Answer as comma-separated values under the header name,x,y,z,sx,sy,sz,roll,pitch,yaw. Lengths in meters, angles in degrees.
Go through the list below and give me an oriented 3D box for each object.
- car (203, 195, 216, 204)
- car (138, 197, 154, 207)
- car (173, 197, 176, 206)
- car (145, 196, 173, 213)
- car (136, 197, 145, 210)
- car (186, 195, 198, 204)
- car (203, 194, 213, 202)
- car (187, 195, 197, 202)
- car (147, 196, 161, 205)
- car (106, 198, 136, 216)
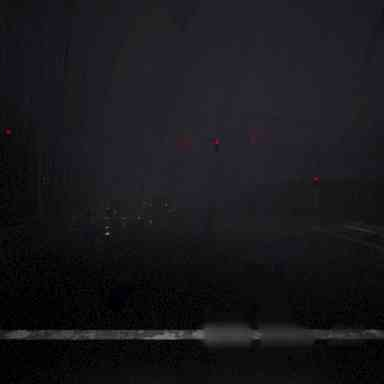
name,x,y,z,sx,sy,sz,roll,pitch,yaw
car,3.623,1.547,64.238,2.033,1.411,5.357,0,0,0
car,-7.076,1.505,51.677,1.837,1.490,4.892,0,0,0
car,-3.581,1.564,45.562,1.994,1.385,4.181,0,0,0
car,-3.578,1.352,36.992,2.097,1.767,4.553,0,0,0
car,-7.082,1.478,42.191,1.882,1.535,5.008,0,0,0
car,0.018,1.505,63.773,1.837,1.490,4.892,0,0,0
car,3.523,1.355,74.460,2.097,1.767,4.553,0,0,0
car,0.021,1.413,73.882,1.994,1.385,4.181,0,0,0
car,-7.046,1.492,62.085,2.128,1.511,4.902,0,0,0
car,-7.085,1.526,32.897,1.812,1.442,4.674,0,0,0
